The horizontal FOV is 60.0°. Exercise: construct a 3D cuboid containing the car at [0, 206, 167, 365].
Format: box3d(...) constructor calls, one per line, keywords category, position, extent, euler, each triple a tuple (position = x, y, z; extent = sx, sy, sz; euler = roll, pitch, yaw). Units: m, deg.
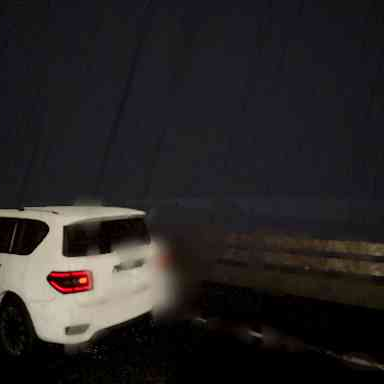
box3d(category="car", position=(-3.006, 1.283, 6.160), extent=(5.566, 2.045, 2.150), euler=(-1, 0, 36))
